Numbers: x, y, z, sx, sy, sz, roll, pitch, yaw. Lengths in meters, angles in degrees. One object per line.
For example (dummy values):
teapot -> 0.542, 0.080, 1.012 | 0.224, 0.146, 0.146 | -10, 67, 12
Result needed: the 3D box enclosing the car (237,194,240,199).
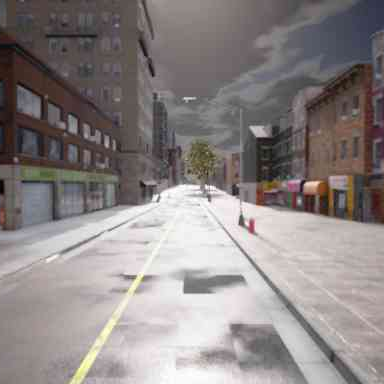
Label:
car -> 12.717, 0.725, 75.380 | 5.009, 1.841, 2.192 | 1, 1, 0
